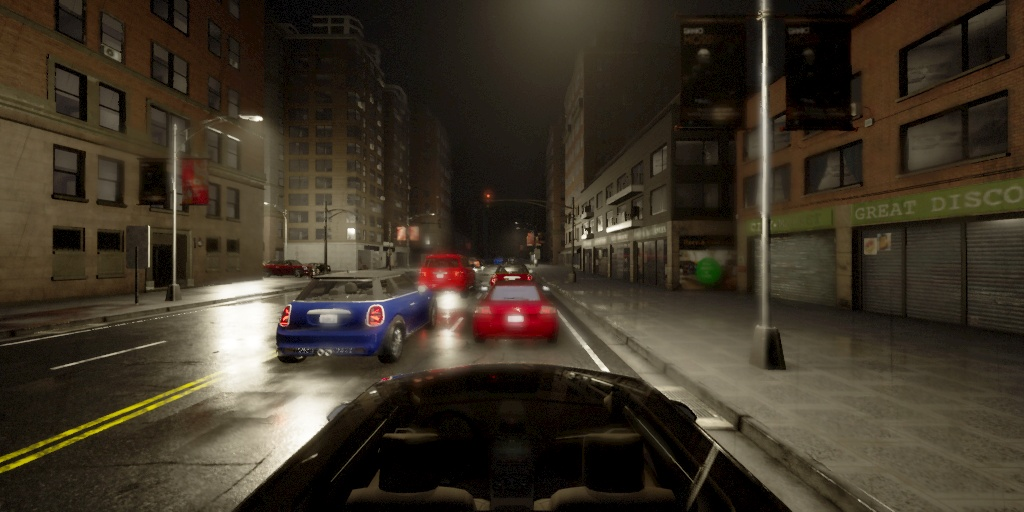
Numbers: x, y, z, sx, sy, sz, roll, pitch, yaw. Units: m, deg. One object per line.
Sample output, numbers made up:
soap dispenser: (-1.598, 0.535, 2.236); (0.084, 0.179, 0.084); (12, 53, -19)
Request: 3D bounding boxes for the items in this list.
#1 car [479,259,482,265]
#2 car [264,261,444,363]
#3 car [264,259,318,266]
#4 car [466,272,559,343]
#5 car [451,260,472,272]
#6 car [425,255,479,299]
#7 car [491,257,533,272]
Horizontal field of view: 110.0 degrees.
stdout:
car: (-6.547, 1.126, 58.143); (2.097, 1.767, 4.553); (0, 0, 0)
car: (-3.142, 1.103, 8.289); (2.097, 1.767, 4.553); (0, 0, 0)
car: (-20.772, 1.103, 33.621); (4.553, 1.767, 2.097); (0, 0, 2)
car: (0.098, 1.315, 9.671); (1.994, 1.385, 4.181); (0, 0, 0)
car: (-6.563, 1.259, 47.392); (2.128, 1.511, 4.902); (0, 0, 0)
car: (-3.139, 0.974, 18.328); (2.150, 2.045, 5.566); (0, 0, 0)
car: (0.011, 1.104, 18.289); (2.097, 1.767, 4.553); (0, 0, 0)
